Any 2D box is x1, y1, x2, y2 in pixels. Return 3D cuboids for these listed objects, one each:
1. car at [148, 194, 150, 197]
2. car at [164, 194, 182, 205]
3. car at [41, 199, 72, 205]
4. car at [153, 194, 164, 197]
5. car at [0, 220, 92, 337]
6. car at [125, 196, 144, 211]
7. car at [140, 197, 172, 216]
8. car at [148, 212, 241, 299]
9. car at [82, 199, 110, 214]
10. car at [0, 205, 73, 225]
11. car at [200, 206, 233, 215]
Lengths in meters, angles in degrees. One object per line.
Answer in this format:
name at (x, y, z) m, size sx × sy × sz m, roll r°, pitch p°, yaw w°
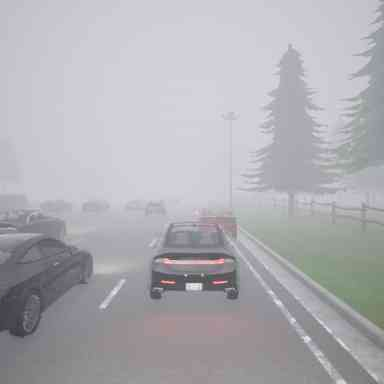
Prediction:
car at (-10.351, 1.564, 67.356) m, size 1.994 × 1.385 × 4.181 m, roll 0°, pitch 0°, yaw 0°
car at (-3.356, 1.351, 60.700) m, size 2.097 × 1.767 × 4.553 m, roll 0°, pitch 0°, yaw 0°
car at (-13.876, 1.491, 34.334) m, size 2.128 × 1.511 × 4.902 m, roll 0°, pitch 0°, yaw 0°
car at (-6.944, 1.540, 74.871) m, size 2.033 × 1.411 × 5.357 m, roll 0°, pitch 0°, yaw 0°
car at (-3.409, 1.526, 6.493) m, size 1.812 × 1.442 × 4.674 m, roll 0°, pitch 0°, yaw 0°
car at (-6.871, 1.564, 40.859) m, size 1.994 × 1.385 × 4.181 m, roll 0°, pitch 0°, yaw 0°
car at (-3.377, 1.491, 32.139) m, size 2.128 × 1.511 × 4.902 m, roll 0°, pitch 0°, yaw 0°
car at (0.058, 1.492, 8.408) m, size 2.128 × 1.511 × 4.902 m, roll 0°, pitch 0°, yaw 0°
car at (-10.374, 1.477, 36.174) m, size 1.882 × 1.535 × 5.008 m, roll 0°, pitch 0°, yaw 0°
car at (-6.888, 1.491, 13.858) m, size 2.128 × 1.511 × 4.902 m, roll 0°, pitch 0°, yaw 0°
car at (1.238, 1.478, 17.749) m, size 1.882 × 1.535 × 5.008 m, roll 0°, pitch 0°, yaw 0°
